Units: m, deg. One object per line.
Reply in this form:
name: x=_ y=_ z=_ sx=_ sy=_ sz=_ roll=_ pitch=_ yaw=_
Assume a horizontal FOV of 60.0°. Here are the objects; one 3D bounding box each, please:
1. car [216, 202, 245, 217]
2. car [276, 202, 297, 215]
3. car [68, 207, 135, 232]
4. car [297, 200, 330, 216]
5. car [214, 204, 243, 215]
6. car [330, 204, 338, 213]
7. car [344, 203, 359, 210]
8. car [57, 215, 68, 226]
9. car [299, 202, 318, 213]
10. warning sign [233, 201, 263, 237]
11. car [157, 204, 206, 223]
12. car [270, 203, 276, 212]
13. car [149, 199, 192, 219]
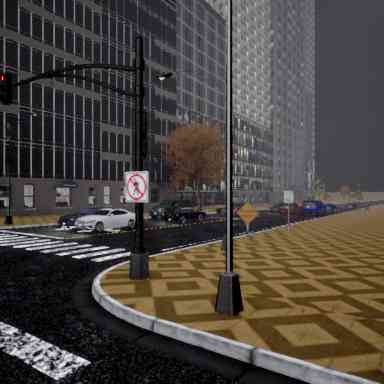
car: x=5.137 y=2.009 z=39.128 sx=2.097 sy=1.767 sz=4.553 roll=0 pitch=-1 yaw=33
car: x=13.848 y=2.206 z=46.362 sx=2.097 sy=1.767 sz=4.553 roll=0 pitch=-1 yaw=33
car: x=-5.649 y=1.827 z=22.484 sx=1.812 sy=1.442 sz=4.674 roll=0 pitch=-1 yaw=33
car: x=16.168 y=2.066 z=43.994 sx=2.150 sy=2.045 sz=5.566 roll=0 pitch=-1 yaw=35
car: x=4.994 y=2.339 z=44.882 sx=1.895 sy=1.301 sz=4.718 roll=0 pitch=-1 yaw=33
car: x=21.923 y=2.558 z=52.964 sx=1.812 sy=1.442 sz=4.674 roll=0 pitch=-1 yaw=33
car: x=31.516 y=2.837 z=65.715 sx=1.812 sy=1.442 sz=4.674 roll=0 pitch=-1 yaw=33
car: x=-7.525 y=1.873 z=25.536 sx=2.033 sy=1.411 sz=5.357 roll=0 pitch=-1 yaw=33
car: x=19.194 y=2.507 z=54.728 sx=1.882 sy=1.535 sz=5.008 roll=0 pitch=-1 yaw=33
warning sign: x=3.115 y=1.454 z=18.570 sx=1.300 sy=1.860 sz=1.060 roll=1 pitch=1 yaw=33
car: x=-0.694 y=2.066 z=30.121 sx=1.895 sy=1.301 sz=4.718 roll=0 pitch=-1 yaw=33
car: x=13.750 y=2.479 z=52.291 sx=1.837 sy=1.490 sz=4.892 roll=0 pitch=-1 yaw=33
car: x=-1.994 y=1.730 z=34.092 sx=2.150 sy=2.045 sz=5.566 roll=0 pitch=-1 yaw=33
